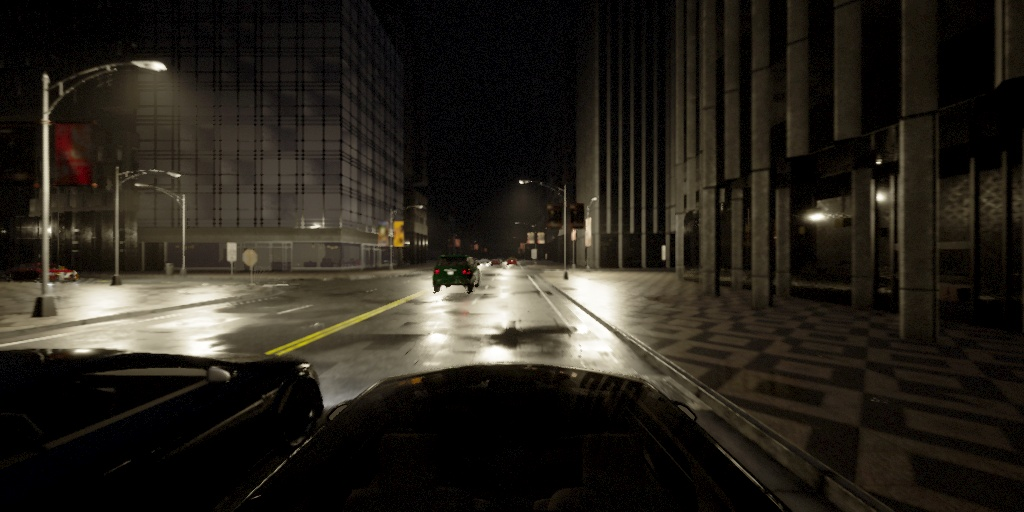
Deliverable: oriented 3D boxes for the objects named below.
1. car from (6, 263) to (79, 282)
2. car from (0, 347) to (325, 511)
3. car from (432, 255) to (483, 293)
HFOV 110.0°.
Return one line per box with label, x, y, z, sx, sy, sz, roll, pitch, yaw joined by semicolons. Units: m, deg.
car;-35.492;1.256;27.073;4.674;1.442;1.812;0;0;10
car;-3.148;1.314;2.431;1.994;1.385;4.181;0;0;0
car;-3.144;0.966;21.000;2.150;2.045;5.566;0;0;0
